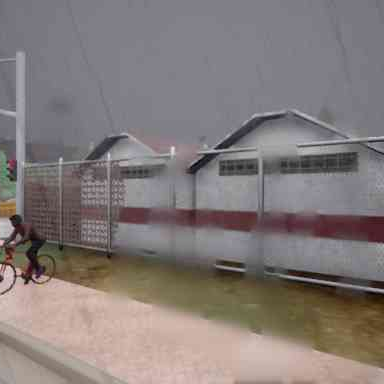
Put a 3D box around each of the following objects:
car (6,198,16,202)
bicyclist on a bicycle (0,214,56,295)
[{"bbox_3d":[-22.352,1.469,42.727,1.882,1.535,5.008,0,0,35],"label":"car"},{"bbox_3d":[-3.639,1.300,7.156,0.582,1.620,1.656,0,0,30],"label":"bicyclist on a bicycle"}]
